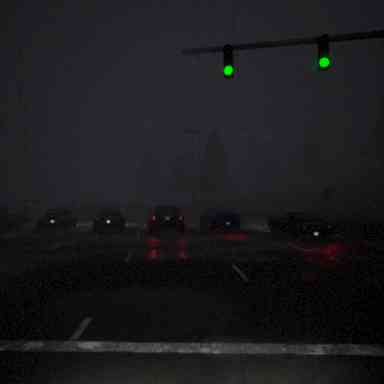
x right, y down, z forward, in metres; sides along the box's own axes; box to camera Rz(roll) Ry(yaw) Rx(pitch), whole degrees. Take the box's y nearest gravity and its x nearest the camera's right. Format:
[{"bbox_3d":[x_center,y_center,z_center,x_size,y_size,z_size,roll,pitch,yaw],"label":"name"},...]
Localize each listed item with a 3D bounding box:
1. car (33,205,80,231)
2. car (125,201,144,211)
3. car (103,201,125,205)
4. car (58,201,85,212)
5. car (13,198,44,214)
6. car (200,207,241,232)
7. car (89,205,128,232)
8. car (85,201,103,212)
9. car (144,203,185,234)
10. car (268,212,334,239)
[{"bbox_3d":[-9.199,1.840,22.900,1.994,1.385,4.181,0,-1,-12],"label":"car"},{"bbox_3d":[-8.992,2.054,51.351,5.008,1.535,1.882,-1,-1,45],"label":"car"},{"bbox_3d":[-12.836,2.070,50.226,4.902,1.511,2.128,-1,-1,45],"label":"car"},{"bbox_3d":[-16.699,2.073,44.153,2.033,1.411,5.357,0,-1,-44],"label":"car"},{"bbox_3d":[-21.725,1.767,44.101,5.566,2.045,2.150,0,-1,42],"label":"car"},{"bbox_3d":[1.744,1.707,22.041,1.882,1.535,5.008,0,0,-9],"label":"car"},{"bbox_3d":[-5.563,1.824,22.574,1.994,1.385,4.181,0,-1,-11],"label":"car"},{"bbox_3d":[-15.342,2.036,47.684,5.008,1.535,1.882,-1,-1,44],"label":"car"},{"bbox_3d":[-1.789,1.585,21.360,2.097,1.767,4.553,0,-1,-10],"label":"car"},{"bbox_3d":[5.816,1.779,18.524,1.895,1.301,4.718,0,-1,-7],"label":"car"}]
